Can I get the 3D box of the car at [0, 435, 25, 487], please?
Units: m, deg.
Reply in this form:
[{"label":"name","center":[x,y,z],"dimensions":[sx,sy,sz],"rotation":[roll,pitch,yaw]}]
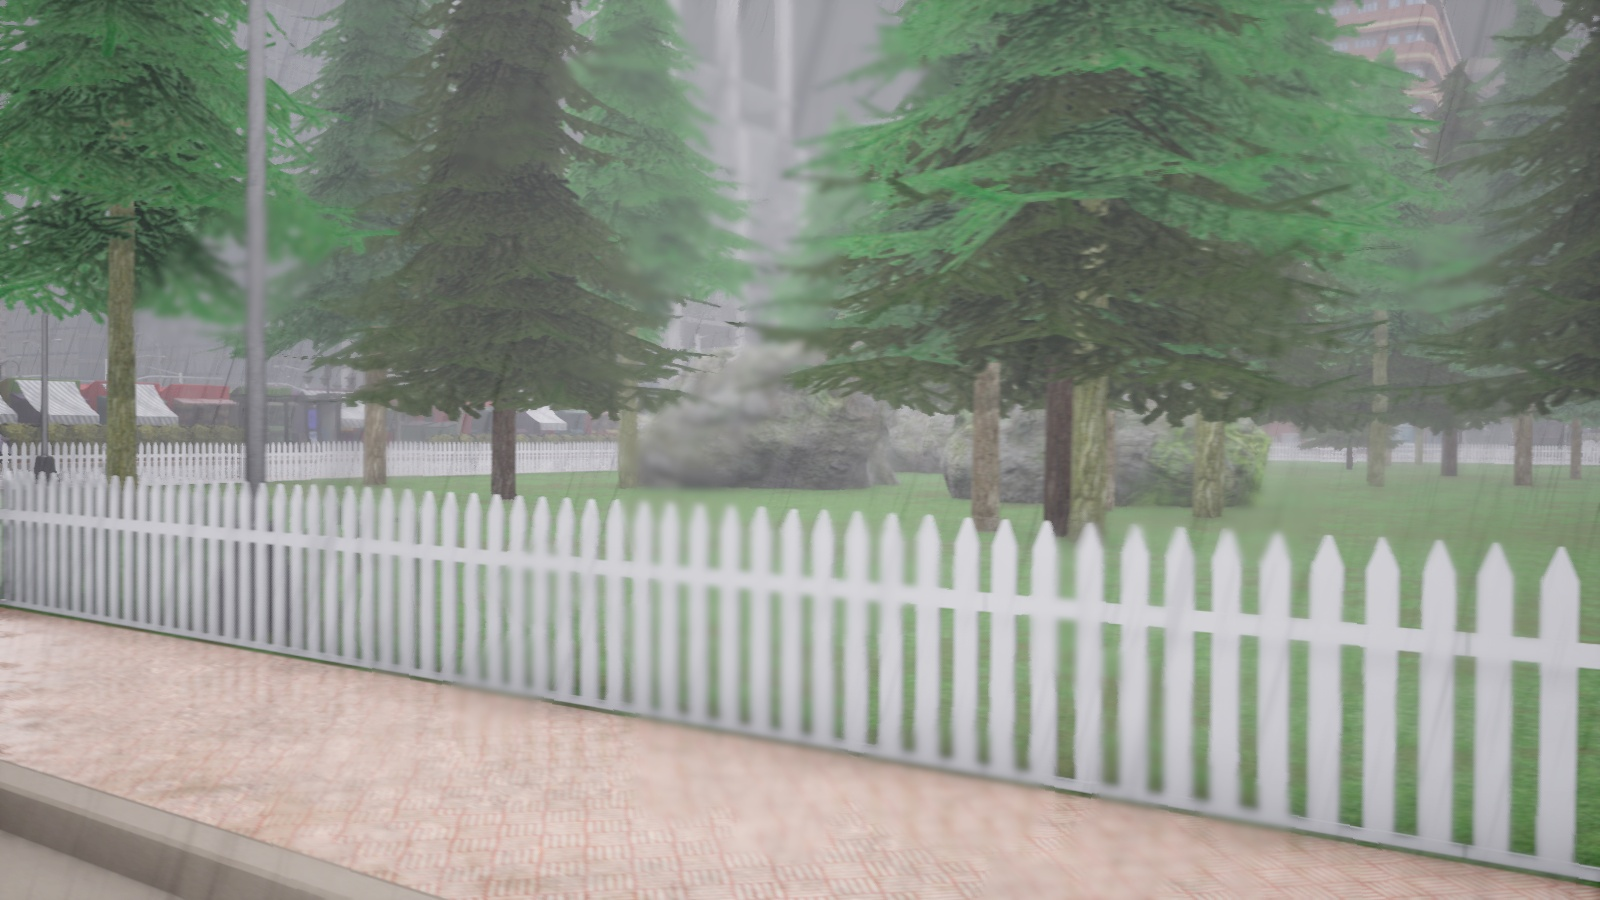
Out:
[{"label":"car","center":[-26.873,0.379,38.520],"dimensions":[2.033,1.649,4.856],"rotation":[0,1,32]}]
